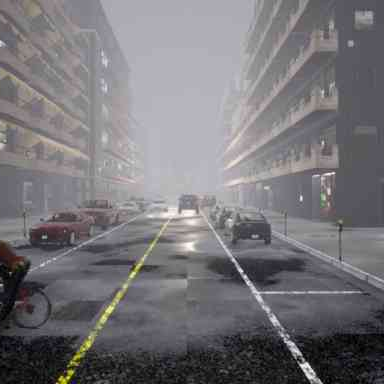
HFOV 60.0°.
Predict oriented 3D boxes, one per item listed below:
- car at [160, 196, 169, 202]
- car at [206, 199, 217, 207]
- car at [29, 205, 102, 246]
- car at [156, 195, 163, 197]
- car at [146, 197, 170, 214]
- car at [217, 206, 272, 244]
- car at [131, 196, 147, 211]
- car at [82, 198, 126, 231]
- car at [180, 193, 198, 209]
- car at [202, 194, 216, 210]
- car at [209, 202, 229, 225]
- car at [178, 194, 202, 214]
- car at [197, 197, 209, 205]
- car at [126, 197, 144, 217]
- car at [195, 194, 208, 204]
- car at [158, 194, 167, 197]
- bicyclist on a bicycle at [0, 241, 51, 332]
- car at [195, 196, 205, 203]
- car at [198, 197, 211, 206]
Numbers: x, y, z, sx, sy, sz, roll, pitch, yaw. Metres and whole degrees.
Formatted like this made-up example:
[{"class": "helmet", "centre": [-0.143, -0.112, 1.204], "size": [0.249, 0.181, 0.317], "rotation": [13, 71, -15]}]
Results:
[{"class": "car", "centre": [-6.776, 1.630, 82.261], "size": [1.802, 1.307, 4.206], "rotation": [1, 0, -1]}, {"class": "car", "centre": [2.357, 1.535, 26.837], "size": [1.752, 1.417, 4.829], "rotation": [1, 0, -1]}, {"class": "car", "centre": [-5.871, 1.550, 15.453], "size": [1.887, 1.381, 4.507], "rotation": [1, 0, -1]}, {"class": "car", "centre": [-6.399, 1.592, 54.425], "size": [1.947, 1.339, 4.313], "rotation": [1, 0, -1]}, {"class": "car", "centre": [-3.575, 1.541, 36.473], "size": [1.812, 1.442, 4.674], "rotation": [0, 0, -1]}, {"class": "car", "centre": [2.509, 1.556, 15.533], "size": [2.008, 1.369, 4.403], "rotation": [1, 0, -1]}, {"class": "car", "centre": [-6.169, 1.331, 37.722], "size": [2.192, 1.841, 5.009], "rotation": [1, 0, -1]}, {"class": "car", "centre": [-5.943, 1.322, 21.021], "size": [2.192, 1.841, 5.009], "rotation": [1, 0, -1]}, {"class": "car", "centre": [-0.500, 1.243, 46.892], "size": [2.150, 2.045, 5.566], "rotation": [0, 0, -4]}, {"class": "car", "centre": [2.135, 1.334, 43.370], "size": [2.192, 1.841, 5.009], "rotation": [1, 0, -1]}, {"class": "car", "centre": [2.434, 1.558, 21.100], "size": [2.008, 1.369, 4.403], "rotation": [1, 0, -1]}, {"class": "car", "centre": [-0.364, 1.237, 36.170], "size": [2.150, 2.045, 5.566], "rotation": [0, 0, -1]}, {"class": "car", "centre": [1.906, 1.575, 60.071], "size": [1.887, 1.381, 4.507], "rotation": [1, 0, -1]}, {"class": "car", "centre": [-6.095, 1.538, 31.985], "size": [1.752, 1.417, 4.829], "rotation": [1, 0, -1]}, {"class": "car", "centre": [1.833, 1.349, 65.639], "size": [2.192, 1.841, 5.009], "rotation": [1, 0, -1]}, {"class": "car", "centre": [-6.621, 1.354, 71.126], "size": [2.192, 1.841, 5.009], "rotation": [1, 0, -1]}, {"class": "bicyclist on a bicycle", "centre": [-3.130, 1.457, 5.404], "size": [1.656, 1.620, 0.582], "rotation": [-2, 0, -1]}, {"class": "car", "centre": [1.755, 1.589, 71.207], "size": [2.008, 1.369, 4.403], "rotation": [1, 0, -1]}, {"class": "car", "centre": [1.982, 1.577, 54.504], "size": [2.008, 1.369, 4.403], "rotation": [1, 0, -1]}]
